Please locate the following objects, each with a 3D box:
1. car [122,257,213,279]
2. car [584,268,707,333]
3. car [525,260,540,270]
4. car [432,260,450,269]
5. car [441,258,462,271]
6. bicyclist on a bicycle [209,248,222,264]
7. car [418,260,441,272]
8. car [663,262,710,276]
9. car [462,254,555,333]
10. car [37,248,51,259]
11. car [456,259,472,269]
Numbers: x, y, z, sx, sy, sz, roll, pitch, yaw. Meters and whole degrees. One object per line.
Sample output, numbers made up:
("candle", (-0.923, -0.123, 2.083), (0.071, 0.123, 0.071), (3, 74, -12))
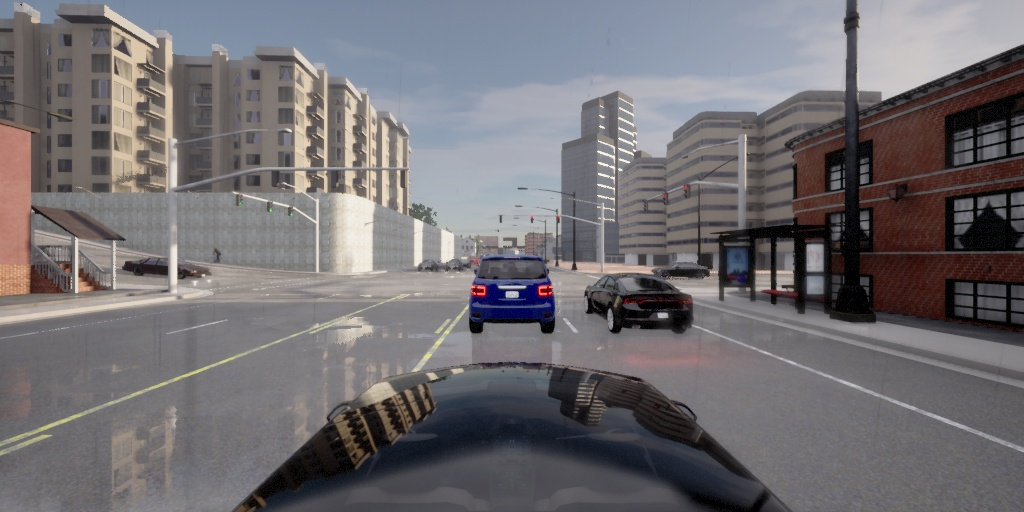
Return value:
("car", (-25.632, 0.837, 26.738), (5.357, 1.411, 2.033), (5, 0, -1))
("car", (3.494, 1.228, 10.798), (1.882, 1.535, 5.008), (0, 0, 0))
("car", (3.100, 1.297, 55.224), (2.033, 1.411, 5.357), (0, 0, -1))
("car", (-11.104, 1.351, 56.491), (1.895, 1.301, 4.718), (0, 0, 0))
("car", (-7.520, 1.241, 47.329), (2.128, 1.511, 4.902), (0, 0, 0))
("bicyclist on a bicycle", (-31.073, 0.029, 37.679), (0.582, 1.620, 1.656), (6, 0, 0))
("car", (-11.017, 1.241, 47.227), (2.128, 1.511, 4.902), (0, 0, 0))
("car", (14.508, 1.276, 30.987), (4.674, 1.442, 1.812), (0, 0, 1))
("car", (-0.007, 0.971, 10.858), (2.150, 2.045, 5.566), (0, 0, 0))
("car", (-37.111, -0.673, 26.596), (4.181, 1.385, 1.994), (10, 0, -1))
("car", (-7.602, 1.228, 56.759), (1.882, 1.535, 5.008), (0, 0, 0))
